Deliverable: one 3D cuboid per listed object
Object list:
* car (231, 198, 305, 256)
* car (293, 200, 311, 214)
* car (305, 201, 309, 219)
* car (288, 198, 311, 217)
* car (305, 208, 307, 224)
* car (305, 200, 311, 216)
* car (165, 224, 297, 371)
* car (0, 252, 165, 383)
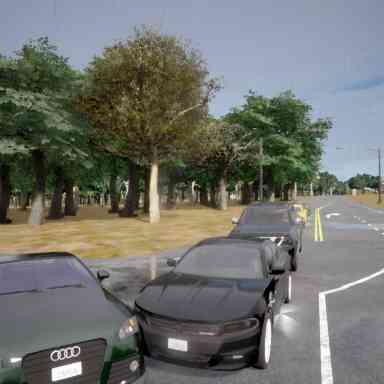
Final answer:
[{"bbox_3d":[2.862,1.460,12.396,2.150,2.045,5.566,-2,0,21],"label":"car"},{"bbox_3d":[13.328,1.748,40.141,1.812,1.442,4.674,-1,0,21],"label":"car"},{"bbox_3d":[7.241,1.664,24.053,1.882,1.535,5.008,-1,0,21],"label":"car"},{"bbox_3d":[11.331,1.563,34.931,2.097,1.767,4.553,-1,0,21],"label":"car"},{"bbox_3d":[5.091,1.775,18.300,1.895,1.301,4.718,-1,0,21],"label":"car"},{"bbox_3d":[9.302,1.725,29.557,1.812,1.442,4.674,-1,0,21],"label":"car"},{"bbox_3d":[0.740,1.613,6.256,1.882,1.535,5.008,-1,-2,21],"label":"car"},{"bbox_3d":[-2.306,1.643,4.960,1.994,1.385,4.181,1,-2,-33],"label":"car"}]
